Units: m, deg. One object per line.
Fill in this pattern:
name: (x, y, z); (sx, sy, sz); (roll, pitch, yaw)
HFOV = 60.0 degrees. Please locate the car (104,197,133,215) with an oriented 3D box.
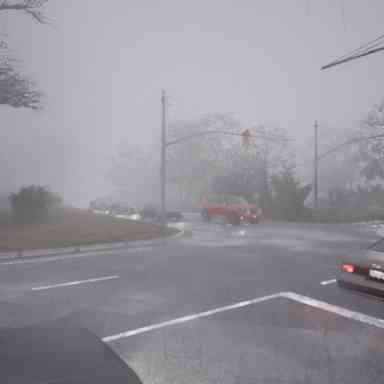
car: (-7.516, 1.577, 35.409); (1.837, 1.490, 4.892); (0, 0, -29)

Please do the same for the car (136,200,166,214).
car: (-4.736, 1.651, 37.575); (1.994, 1.385, 4.181); (0, -1, -29)

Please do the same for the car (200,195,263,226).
car: (2.780, 1.267, 24.818); (2.150, 2.045, 5.566); (0, 0, -32)

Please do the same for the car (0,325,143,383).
car: (-2.832, 1.542, 1.689); (5.357, 1.411, 2.033); (0, 0, -36)

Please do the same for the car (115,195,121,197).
car: (-11.943, 1.428, 51.459); (2.150, 2.045, 5.566); (0, 0, -28)

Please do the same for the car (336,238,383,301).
car: (5.522, 1.576, 7.531); (5.357, 1.411, 2.033); (0, 0, -33)

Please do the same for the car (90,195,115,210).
car: (-12.203, 1.490, 44.252); (2.097, 1.767, 4.553); (0, -1, -27)

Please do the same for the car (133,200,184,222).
car: (-2.685, 1.589, 26.999); (2.033, 1.411, 5.357); (0, 0, -31)
